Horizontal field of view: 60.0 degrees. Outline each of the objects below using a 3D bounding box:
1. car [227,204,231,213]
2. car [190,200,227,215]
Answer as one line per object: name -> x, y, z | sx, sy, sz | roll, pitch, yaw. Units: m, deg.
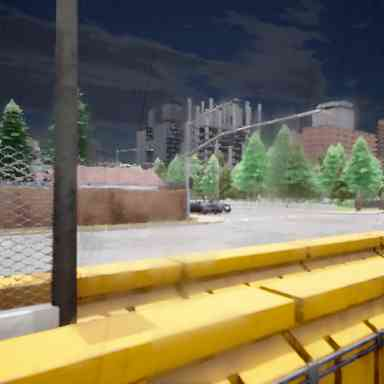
car -> 2.810, 1.737, 40.813 | 2.128, 1.511, 4.902 | 1, 0, -33
car -> 1.086, 1.759, 37.070 | 2.033, 1.411, 5.357 | 1, 0, -33
